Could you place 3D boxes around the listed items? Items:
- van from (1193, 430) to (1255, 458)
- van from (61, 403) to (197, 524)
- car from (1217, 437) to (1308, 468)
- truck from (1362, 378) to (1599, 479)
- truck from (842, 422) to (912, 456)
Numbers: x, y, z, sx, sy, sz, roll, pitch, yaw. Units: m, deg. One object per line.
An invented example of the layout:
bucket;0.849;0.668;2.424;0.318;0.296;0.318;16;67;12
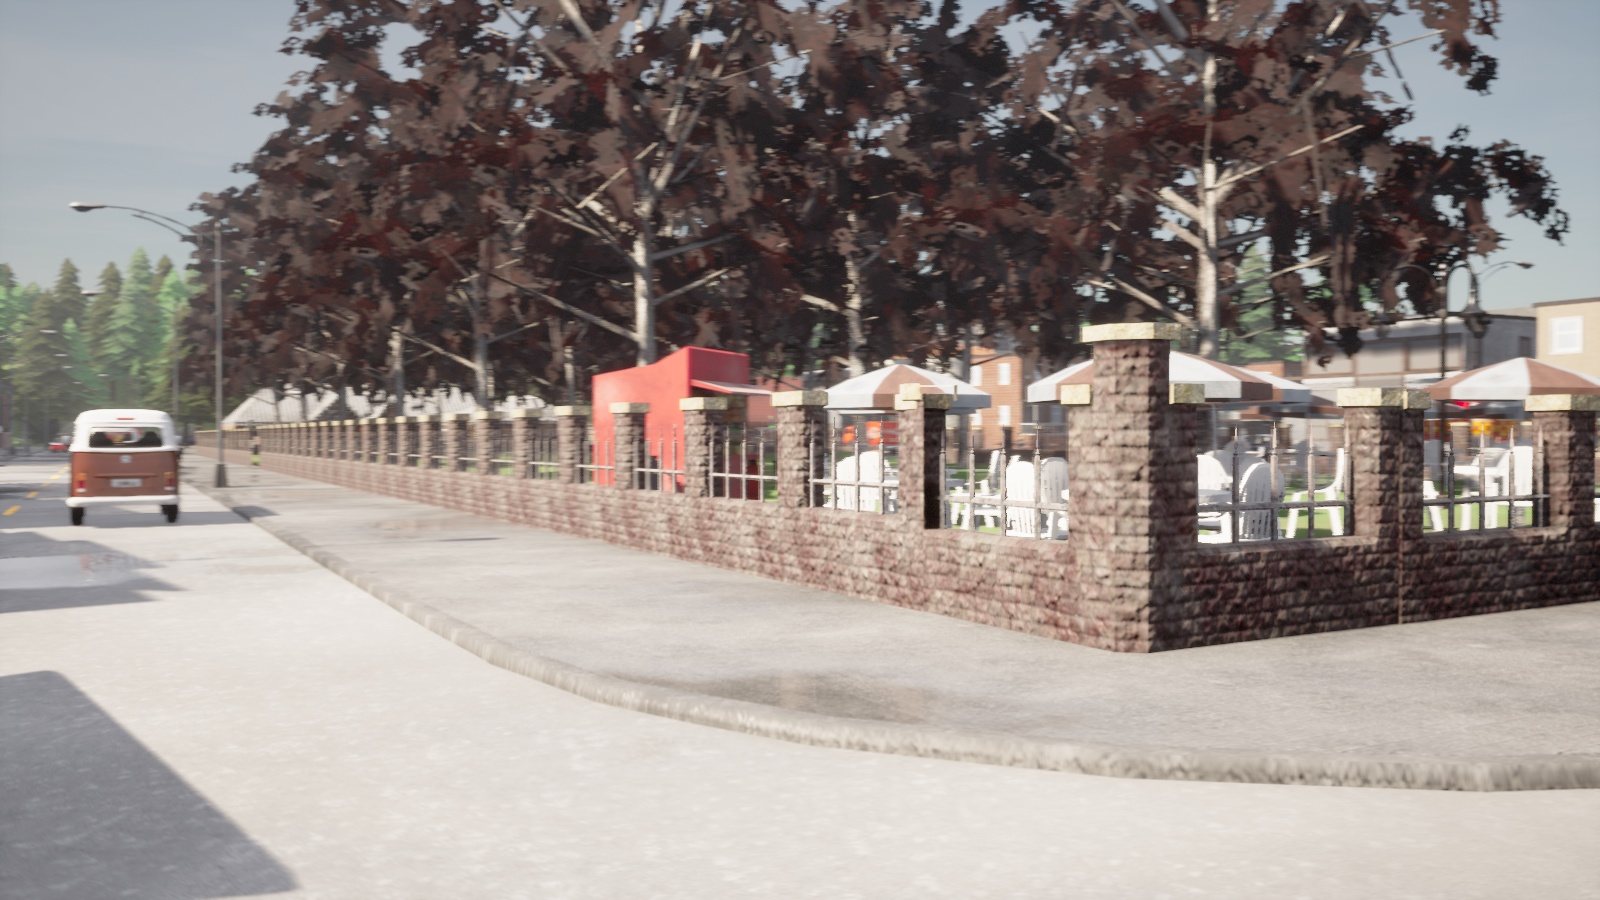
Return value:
van;31.281;-0.466;92.530;4.442;1.987;1.775;-1;1;-29
van;-12.614;0.188;23.609;2.069;2.038;4.480;0;1;-29
car;22.697;0.105;61.719;1.970;1.475;3.806;0;1;-28
truck;27.975;-0.876;52.057;2.891;3.827;8.468;0;1;-29
truck;5.673;-0.829;93.071;2.627;2.467;5.204;0;1;-33
